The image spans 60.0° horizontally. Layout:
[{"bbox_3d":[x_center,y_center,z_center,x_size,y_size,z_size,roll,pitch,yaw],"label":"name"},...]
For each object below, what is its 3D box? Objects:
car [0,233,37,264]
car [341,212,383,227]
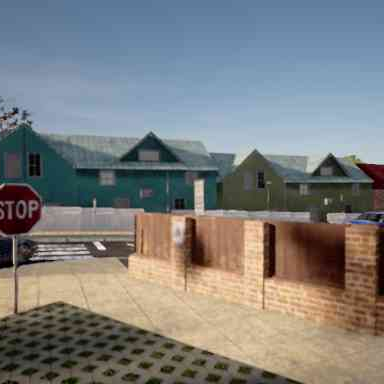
[{"bbox_3d":[-6.780,1.639,9.823,2.033,1.411,5.357,1,-4,4],"label":"car"},{"bbox_3d":[13.357,2.453,24.135,5.566,2.045,2.150,3,-2,-22],"label":"car"}]
